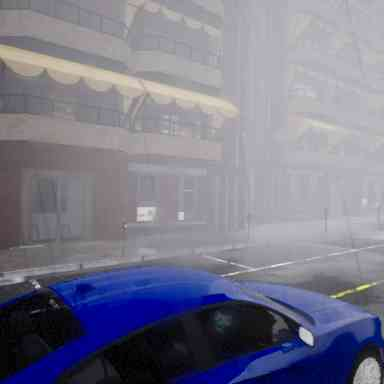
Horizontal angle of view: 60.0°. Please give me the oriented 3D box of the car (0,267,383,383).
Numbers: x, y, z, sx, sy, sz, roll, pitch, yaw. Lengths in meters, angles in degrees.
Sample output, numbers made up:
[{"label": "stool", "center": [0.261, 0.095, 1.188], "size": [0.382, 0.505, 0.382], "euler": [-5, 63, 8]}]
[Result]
[{"label": "car", "center": [-0.154, 1.478, 3.053], "size": [5.008, 1.535, 1.882], "euler": [0, 0, -35]}]
